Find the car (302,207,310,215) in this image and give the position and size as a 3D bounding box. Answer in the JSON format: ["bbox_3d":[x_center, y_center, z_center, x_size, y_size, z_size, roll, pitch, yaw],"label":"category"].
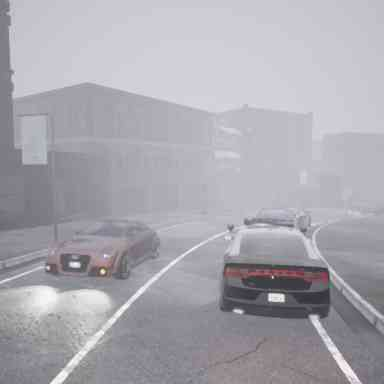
[{"bbox_3d":[6.612,1.612,21.858,1.812,1.442,4.674,2,1,28],"label":"car"}]

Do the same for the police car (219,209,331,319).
[{"bbox_3d":[1.743,1.433,7.673,1.930,1.638,5.238,1,0,10],"label":"police car"}]

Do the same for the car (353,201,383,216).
[{"bbox_3d":[22.469,2.104,40.392,5.357,1.411,2.033,2,3,-32],"label":"car"}]

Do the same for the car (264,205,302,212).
[{"bbox_3d":[4.254,1.520,16.688,1.882,1.535,5.008,2,0,21],"label":"car"}]

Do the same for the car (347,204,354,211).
[{"bbox_3d":[23.692,1.959,45.432,5.357,1.411,2.033,2,3,-29],"label":"car"}]

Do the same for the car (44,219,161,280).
[{"bbox_3d":[-2.350,1.510,9.769,1.994,1.385,4.181,1,0,12],"label":"car"}]
